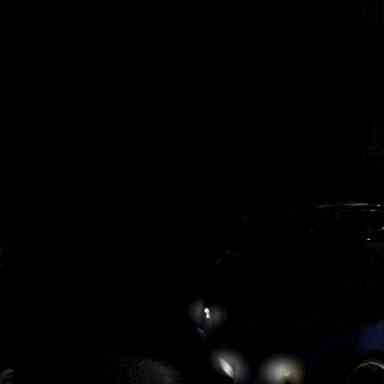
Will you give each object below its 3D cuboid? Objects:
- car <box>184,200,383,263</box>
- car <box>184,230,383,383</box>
[{"bbox_3d":[2.371,1.130,7.295,5.009,1.841,2.192,1,3,-25],"label":"car"},{"bbox_3d":[2.784,1.456,4.570,5.357,1.411,2.033,1,2,-25],"label":"car"}]
